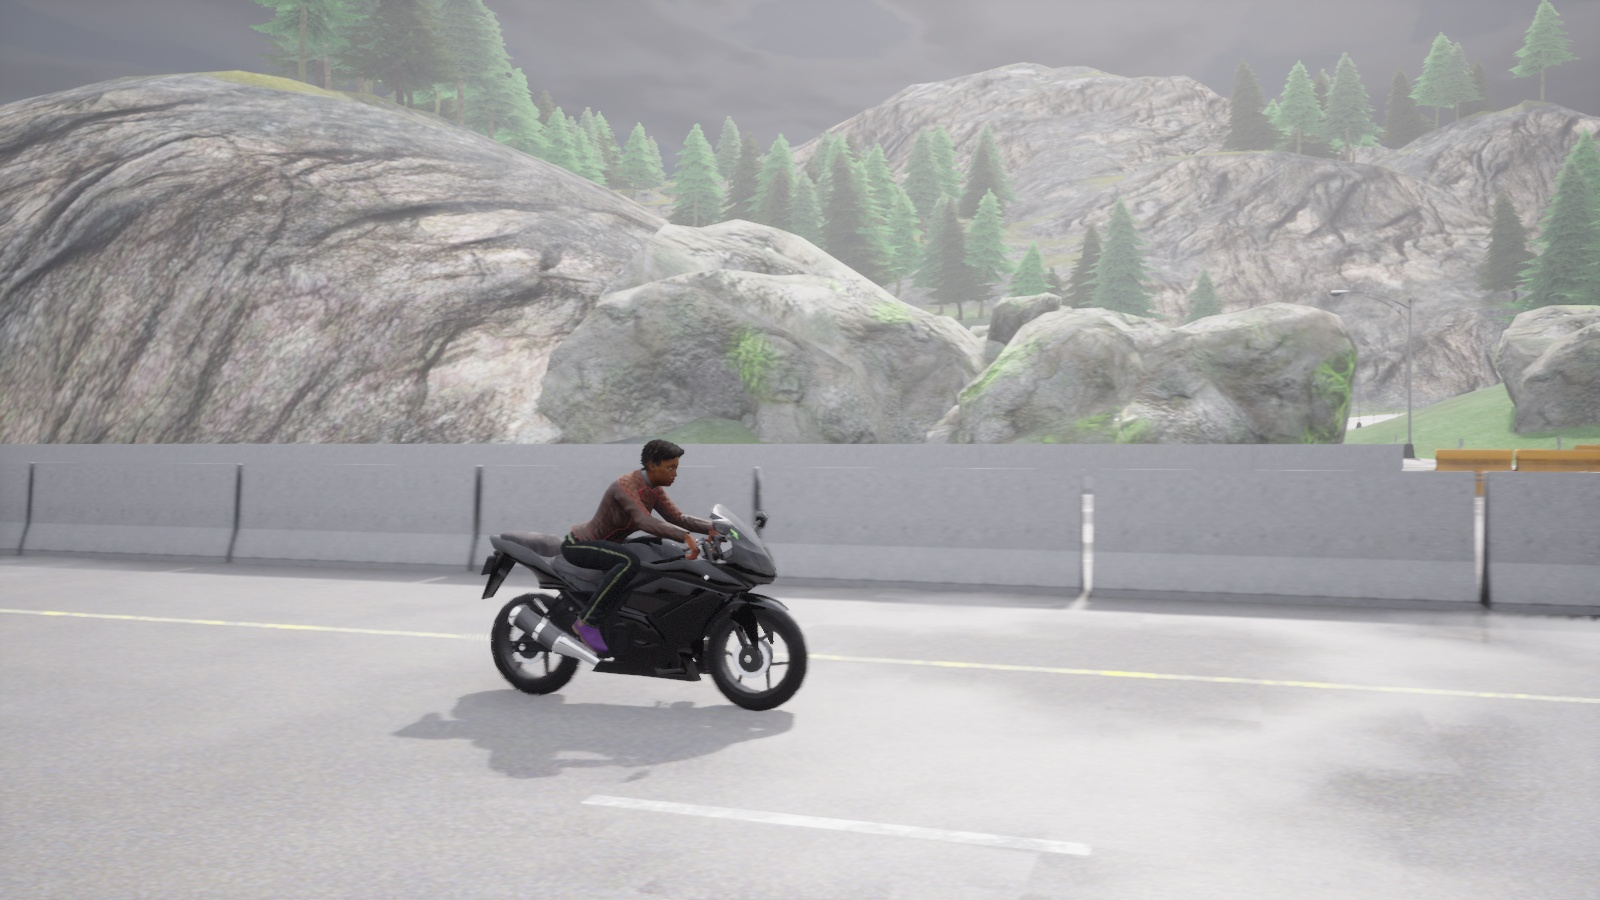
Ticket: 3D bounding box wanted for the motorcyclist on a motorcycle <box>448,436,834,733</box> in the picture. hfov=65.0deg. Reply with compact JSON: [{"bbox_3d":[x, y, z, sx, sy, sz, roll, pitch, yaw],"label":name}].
[{"bbox_3d":[-0.902,0.690,7.189,2.044,1.523,0.797,1,1,19],"label":"motorcyclist on a motorcycle"}]
